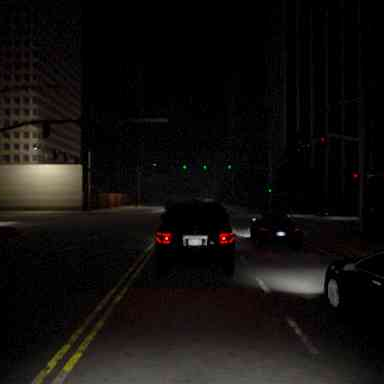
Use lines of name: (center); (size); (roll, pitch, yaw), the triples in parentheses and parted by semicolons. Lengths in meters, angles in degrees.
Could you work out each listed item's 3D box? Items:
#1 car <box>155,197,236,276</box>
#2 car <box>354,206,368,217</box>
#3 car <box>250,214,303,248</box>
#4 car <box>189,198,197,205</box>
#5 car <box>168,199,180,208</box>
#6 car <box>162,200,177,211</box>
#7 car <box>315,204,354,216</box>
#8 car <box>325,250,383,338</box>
car: (0.095, 1.336, 10.822); (2.150, 2.045, 5.566); (0, 0, 0)
car: (18.645, 1.627, 32.018); (4.553, 1.767, 2.097); (0, -1, 0)
car: (3.875, 1.726, 15.756); (1.994, 1.385, 4.181); (0, -1, 5)
car: (0.227, 2.104, 72.746); (1.837, 1.490, 4.892); (0, -1, 0)
car: (-3.363, 2.112, 61.908); (1.882, 1.535, 5.008); (0, -1, 1)
car: (-3.432, 2.034, 51.569); (1.837, 1.490, 4.892); (0, -1, 0)
car: (15.738, 1.912, 35.529); (4.718, 1.301, 1.895); (0, -1, 0)
car: (3.612, 1.558, 4.889); (1.837, 1.490, 4.892); (0, 0, 0)
